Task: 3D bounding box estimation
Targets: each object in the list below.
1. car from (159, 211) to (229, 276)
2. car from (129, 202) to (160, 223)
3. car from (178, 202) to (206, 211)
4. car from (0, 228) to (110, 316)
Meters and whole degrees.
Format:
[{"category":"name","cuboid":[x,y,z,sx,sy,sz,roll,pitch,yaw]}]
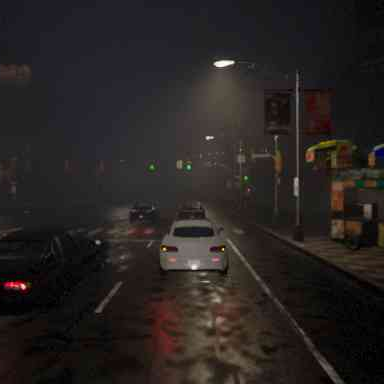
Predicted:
[{"category":"car","cuboid":[0.049,1.527,10.198,1.812,1.442,4.674,0,0,0]},{"category":"car","cuboid":[-3.548,1.495,25.294,2.128,1.511,4.902,0,0,-1]},{"category":"car","cuboid":[0.001,1.494,25.017,2.128,1.511,4.902,0,0,0]},{"category":"car","cuboid":[-3.434,1.549,7.791,2.033,1.411,5.357,0,0,0]}]
